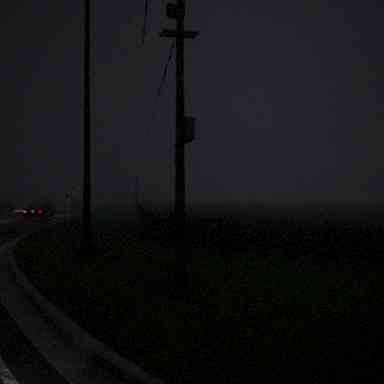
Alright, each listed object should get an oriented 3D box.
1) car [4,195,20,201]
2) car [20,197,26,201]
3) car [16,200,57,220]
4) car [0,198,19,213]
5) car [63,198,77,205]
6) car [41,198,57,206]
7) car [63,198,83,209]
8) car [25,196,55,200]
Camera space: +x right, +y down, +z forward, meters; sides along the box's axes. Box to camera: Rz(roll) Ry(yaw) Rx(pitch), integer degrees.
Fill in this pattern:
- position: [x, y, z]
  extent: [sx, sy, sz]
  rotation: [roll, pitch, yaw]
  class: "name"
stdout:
- position: [-34.679, 1.506, 64.556]
  extent: [2.150, 2.045, 5.566]
  rotation: [0, 0, -11]
  class: "car"
- position: [-31.127, 1.638, 64.659]
  extent: [2.097, 1.767, 4.553]
  rotation: [0, 0, -11]
  class: "car"
- position: [-13.653, 1.678, 29.926]
  extent: [2.033, 1.411, 5.357]
  rotation: [0, 0, -11]
  class: "car"
- position: [-22.654, 1.736, 39.648]
  extent: [1.994, 1.385, 4.181]
  rotation: [0, 0, -11]
  class: "car"
- position: [-24.195, 1.890, 66.029]
  extent: [1.895, 1.301, 4.718]
  rotation: [0, 0, -11]
  class: "car"
- position: [-27.237, 1.804, 63.450]
  extent: [1.812, 1.442, 4.674]
  rotation: [0, 0, -11]
  class: "car"
- position: [-17.312, 1.779, 48.923]
  extent: [1.994, 1.385, 4.181]
  rotation: [0, 0, -11]
  class: "car"
- position: [-19.874, 1.669, 43.725]
  extent: [1.882, 1.535, 5.008]
  rotation: [0, 0, -11]
  class: "car"
